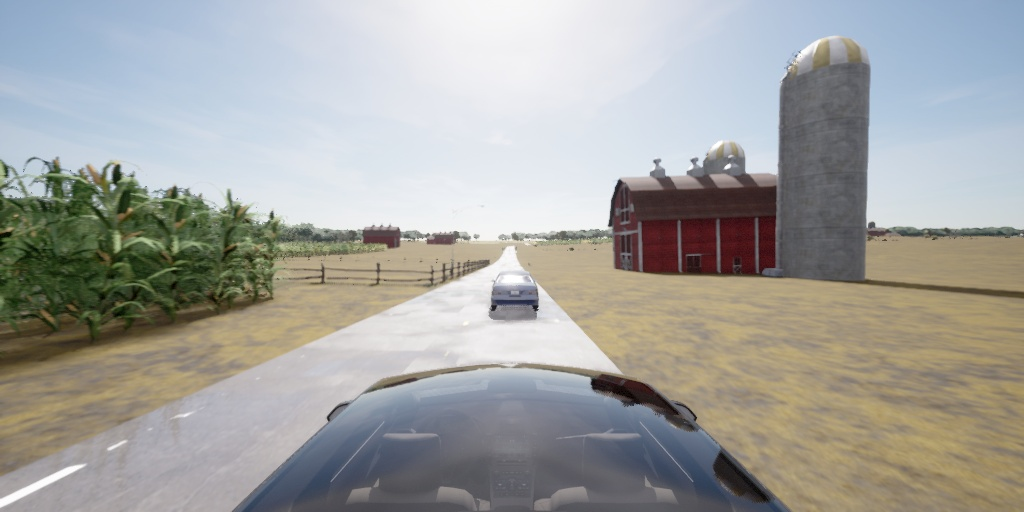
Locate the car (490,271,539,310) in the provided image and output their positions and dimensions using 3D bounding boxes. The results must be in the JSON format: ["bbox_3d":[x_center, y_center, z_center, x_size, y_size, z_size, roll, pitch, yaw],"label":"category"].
[{"bbox_3d":[0.101,1.305,14.803,2.033,1.411,5.357,0,0,0],"label":"car"}]
